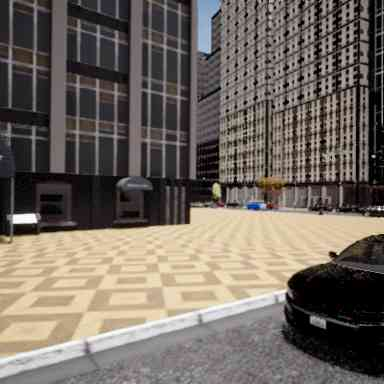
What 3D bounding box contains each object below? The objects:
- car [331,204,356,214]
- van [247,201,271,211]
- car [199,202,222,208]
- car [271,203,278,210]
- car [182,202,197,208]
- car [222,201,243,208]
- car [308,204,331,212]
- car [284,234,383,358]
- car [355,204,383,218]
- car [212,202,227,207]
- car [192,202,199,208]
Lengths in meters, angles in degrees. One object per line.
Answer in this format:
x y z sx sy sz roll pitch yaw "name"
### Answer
22.971 2.425 48.328 1.947 1.339 4.313 0 -1 -24 "car"
10.737 2.307 55.200 1.690 1.788 3.998 0 -1 -24 "van"
3.875 2.843 70.609 2.008 1.369 4.403 0 -1 -24 "car"
14.093 2.652 61.711 1.812 1.442 4.674 1 -1 -24 "car"
-0.701 3.060 80.884 1.887 1.381 4.507 0 -1 -24 "car"
9.300 2.712 72.445 2.128 1.511 4.902 1 -1 -24 "car"
20.683 2.531 53.465 1.947 1.339 4.313 0 -1 -24 "car"
3.780 1.530 5.976 5.008 1.535 1.882 1 0 -35 "car"
19.892 2.094 34.644 2.008 1.369 4.403 0 -1 -24 "car"
6.955 3.203 84.291 1.802 1.307 4.206 0 -1 -24 "car"
1.655 2.925 75.592 1.752 1.417 4.829 0 -1 -24 "car"
